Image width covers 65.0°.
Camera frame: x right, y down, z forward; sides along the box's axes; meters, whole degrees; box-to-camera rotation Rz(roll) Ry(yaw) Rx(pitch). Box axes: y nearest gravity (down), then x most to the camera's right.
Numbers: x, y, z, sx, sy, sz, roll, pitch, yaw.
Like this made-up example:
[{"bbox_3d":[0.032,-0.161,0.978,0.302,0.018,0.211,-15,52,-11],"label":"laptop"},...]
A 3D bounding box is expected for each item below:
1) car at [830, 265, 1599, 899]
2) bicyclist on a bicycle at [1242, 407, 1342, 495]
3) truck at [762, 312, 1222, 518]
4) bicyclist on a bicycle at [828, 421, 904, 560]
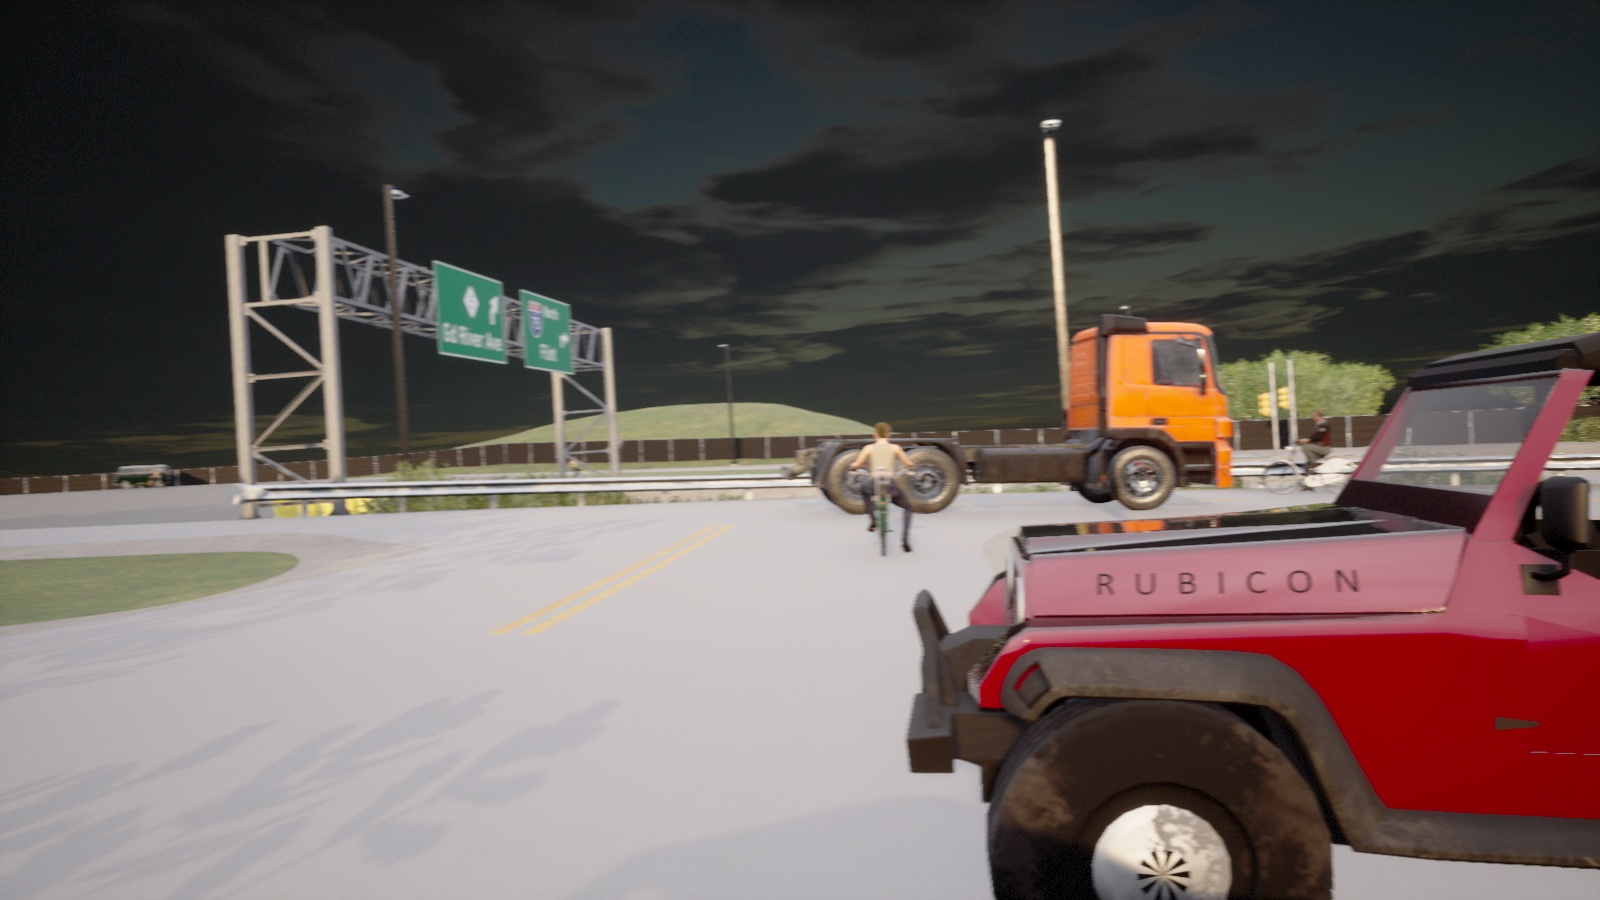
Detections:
[{"bbox_3d":[2.112,0.501,3.844,3.866,1.878,1.905,0,1,7],"label":"car"},{"bbox_3d":[10.237,0.023,26.198,1.843,1.776,0.659,-1,1,13],"label":"bicyclist on a bicycle"},{"bbox_3d":[3.351,-0.643,23.286,7.936,3.462,2.891,-1,1,-4],"label":"truck"},{"bbox_3d":[0.821,0.464,15.497,0.866,1.612,1.509,-1,1,4],"label":"bicyclist on a bicycle"}]
